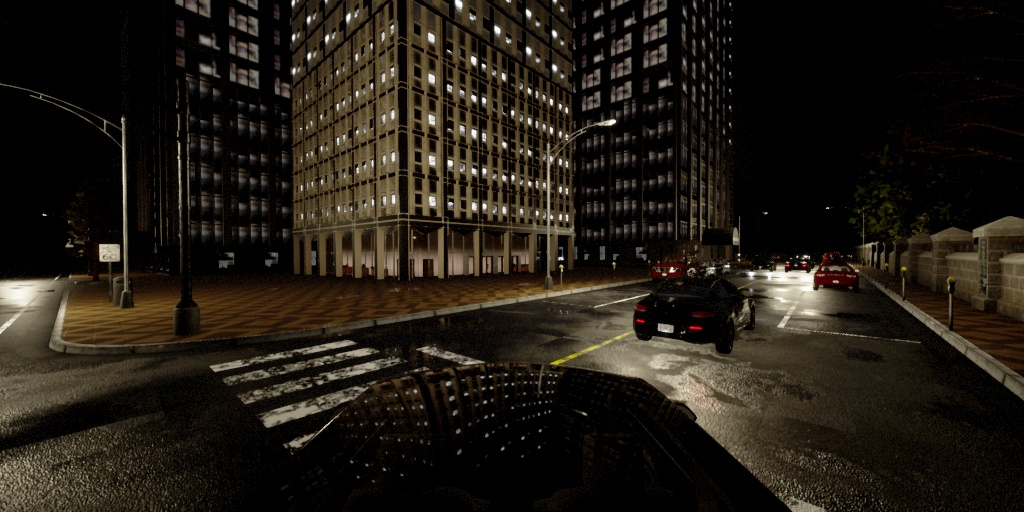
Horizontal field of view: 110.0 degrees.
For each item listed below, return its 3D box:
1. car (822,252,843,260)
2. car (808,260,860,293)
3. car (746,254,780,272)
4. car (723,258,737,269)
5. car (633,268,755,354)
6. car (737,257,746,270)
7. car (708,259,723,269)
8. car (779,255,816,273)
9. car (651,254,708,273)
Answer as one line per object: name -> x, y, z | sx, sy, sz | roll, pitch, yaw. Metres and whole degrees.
car -> 42.702, 0.441, 47.795 | 2.192, 1.841, 5.009 | 0, 0, 42
car -> 17.008, 1.077, 18.868 | 1.888, 1.381, 4.507 | 0, 0, 42
car -> 25.810, 0.816, 36.776 | 1.837, 1.490, 4.892 | 0, 1, 42
car -> 18.458, 0.936, 32.366 | 2.007, 1.370, 4.403 | 0, 0, 42
car -> 4.492, 1.205, 8.634 | 1.812, 1.442, 4.674 | 0, 1, 42
car -> 25.685, 0.795, 40.504 | 1.751, 1.417, 4.829 | 0, 0, 42
car -> 14.787, 0.993, 28.233 | 2.007, 1.370, 4.403 | 0, 0, 42
car -> 27.388, 0.878, 34.307 | 2.033, 1.411, 5.357 | 0, 1, 42
car -> 11.116, 0.813, 24.101 | 2.192, 1.841, 5.009 | 0, 0, 42
